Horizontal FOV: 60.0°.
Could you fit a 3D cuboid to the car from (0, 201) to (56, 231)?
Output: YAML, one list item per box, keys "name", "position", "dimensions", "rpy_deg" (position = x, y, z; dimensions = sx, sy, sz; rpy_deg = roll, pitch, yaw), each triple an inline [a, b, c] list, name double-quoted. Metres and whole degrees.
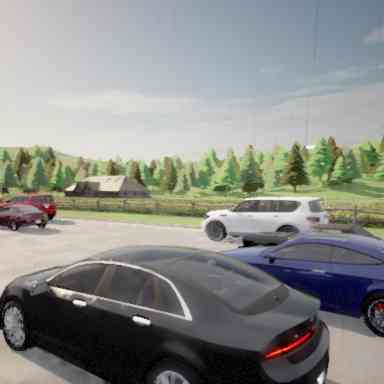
- name: "car"
  position: [-10.559, 1.492, 20.111]
  dimensions: [4.674, 1.442, 1.812]
  rpy_deg: [0, 0, 35]

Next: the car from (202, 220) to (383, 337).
- name: "car"
  position: [2.449, 1.523, 6.545]
  dimensions: [4.674, 1.442, 1.812]
  rpy_deg: [0, 0, 36]

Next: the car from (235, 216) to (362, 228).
- name: "car"
  position: [3.821, 1.597, 9.865]
  dimensions: [4.718, 1.301, 1.895]
  rpy_deg: [0, 0, 36]

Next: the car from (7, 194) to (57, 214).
- name: "car"
  position: [-12.912, 1.179, 26.106]
  dimensions: [5.566, 2.045, 2.150]
  rpy_deg: [0, 0, 35]

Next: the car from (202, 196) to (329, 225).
- name: "car"
  position: [3.105, 1.212, 14.676]
  dimensions: [5.566, 2.045, 2.150]
  rpy_deg: [0, 0, 36]

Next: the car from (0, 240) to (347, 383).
- name: "car"
  position: [-0.759, 1.500, 4.535]
  dimensions: [4.892, 1.490, 1.837]
  rpy_deg: [0, 0, 36]
